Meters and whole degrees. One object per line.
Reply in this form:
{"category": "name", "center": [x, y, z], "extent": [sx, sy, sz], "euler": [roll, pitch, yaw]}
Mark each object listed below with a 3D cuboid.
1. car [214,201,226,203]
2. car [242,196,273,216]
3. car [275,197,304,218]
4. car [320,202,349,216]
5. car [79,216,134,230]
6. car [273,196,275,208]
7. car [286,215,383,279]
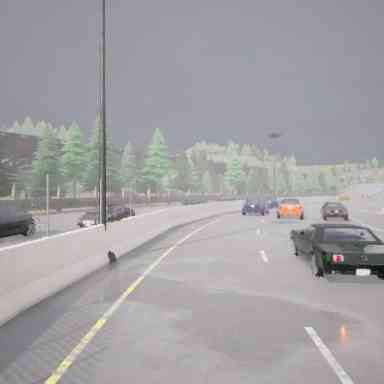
{"category": "car", "center": [5.434, 1.477, 55.372], "extent": [1.882, 1.535, 5.008], "euler": [0, 0, 32]}
{"category": "car", "center": [6.444, 1.352, 33.284], "extent": [2.097, 1.767, 4.553], "euler": [0, 0, 20]}
{"category": "car", "center": [8.842, 1.352, 29.698], "extent": [2.097, 1.767, 4.553], "euler": [0, 0, 18]}
{"category": "car", "center": [11.855, 1.548, 27.791], "extent": [2.033, 1.411, 5.357], "euler": [0, 0, 18]}
{"category": "car", "center": [-4.934, 1.491, 19.676], "extent": [2.128, 1.511, 4.902], "euler": [0, 0, 12]}
{"category": "car", "center": [10.524, 1.352, 42.715], "extent": [2.097, 1.767, 4.553], "euler": [0, 0, 28]}
{"category": "car", "center": [4.290, 1.601, 10.044], "extent": [1.895, 1.301, 4.718], "euler": [0, 0, 6]}
